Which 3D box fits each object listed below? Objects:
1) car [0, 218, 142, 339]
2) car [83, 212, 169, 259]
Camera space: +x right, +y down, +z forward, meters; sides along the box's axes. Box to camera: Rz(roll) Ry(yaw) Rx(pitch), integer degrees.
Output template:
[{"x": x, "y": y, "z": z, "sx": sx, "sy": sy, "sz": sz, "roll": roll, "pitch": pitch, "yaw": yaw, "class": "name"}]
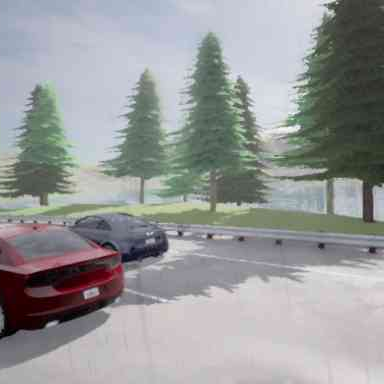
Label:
[{"x": -3.473, "y": 1.390, "z": 6.538, "sx": 5.008, "sy": 1.535, "sz": 1.882, "roll": 0, "pitch": 2, "yaw": 38, "class": "car"}, {"x": -2.756, "y": 1.342, "z": 10.396, "sx": 4.181, "sy": 1.385, "sz": 1.994, "roll": -1, "pitch": 2, "yaw": 37, "class": "car"}]
